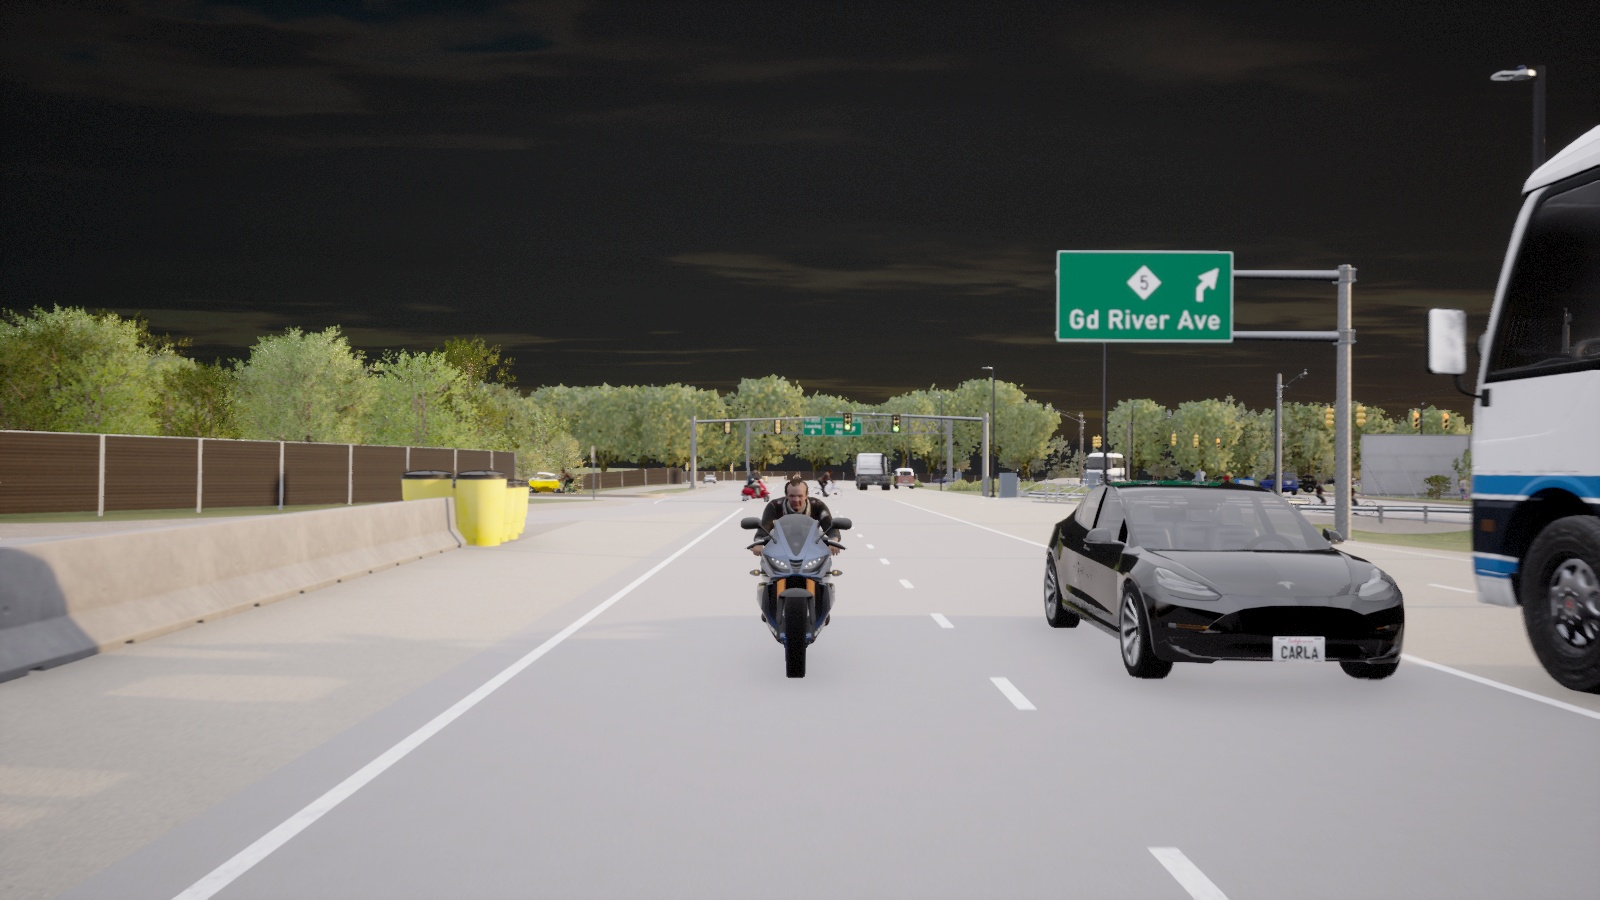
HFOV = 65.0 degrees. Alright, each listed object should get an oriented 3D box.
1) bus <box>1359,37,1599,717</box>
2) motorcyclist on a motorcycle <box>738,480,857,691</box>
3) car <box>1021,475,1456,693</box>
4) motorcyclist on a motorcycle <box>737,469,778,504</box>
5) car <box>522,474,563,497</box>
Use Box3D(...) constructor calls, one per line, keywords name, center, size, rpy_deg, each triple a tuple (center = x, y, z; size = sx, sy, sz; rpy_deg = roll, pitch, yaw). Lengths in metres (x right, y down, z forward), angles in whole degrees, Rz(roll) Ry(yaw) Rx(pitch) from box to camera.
Box3D(name="bus", center=(6.980, -0.492, 6.037), size=(3.944, 4.253, 10.273), rpy_deg=(0, -1, 0))
Box3D(name="motorcyclist on a motorcycle", center=(-0.024, 1.018, 10.321), size=(0.866, 1.530, 2.191), rpy_deg=(0, -1, 0))
Box3D(name="car", center=(3.475, 0.983, 11.140), size=(2.163, 1.488, 4.792), rpy_deg=(0, -1, 0))
Box3D(name="motorcyclist on a motorcycle", center=(-2.074, 1.767, 61.175), size=(1.817, 1.590, 0.866), rpy_deg=(-1, 3, 37))
Box3D(name="car", center=(-15.892, 2.181, 77.687), size=(2.207, 1.376, 1.481), rpy_deg=(1, -1, 0))
